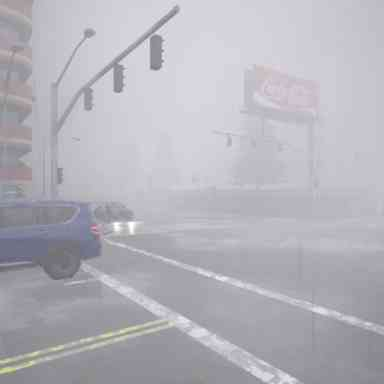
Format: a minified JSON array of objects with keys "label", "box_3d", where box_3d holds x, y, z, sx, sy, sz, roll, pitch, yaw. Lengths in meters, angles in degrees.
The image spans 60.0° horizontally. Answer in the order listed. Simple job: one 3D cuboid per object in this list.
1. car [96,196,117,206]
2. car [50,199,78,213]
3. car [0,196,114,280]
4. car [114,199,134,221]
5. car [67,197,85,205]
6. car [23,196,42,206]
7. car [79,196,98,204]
[{"label":"car","box_3d":[-14.490,1.504,56.394,1.837,1.490,4.892,0,0,-36]},{"label":"car","box_3d":[-14.951,1.564,38.703,1.994,1.385,4.181,0,0,-36]},{"label":"car","box_3d":[-5.121,1.220,8.470,5.566,2.045,2.150,0,0,-34]},{"label":"car","box_3d":[-6.289,1.563,26.639,1.994,1.385,4.181,0,0,-36]},{"label":"car","box_3d":[-20.558,1.563,58.844,1.994,1.385,4.181,0,0,-36]},{"label":"car","box_3d":[-26.154,1.478,54.456,1.882,1.535,5.008,0,0,-36]},{"label":"car","box_3d":[-19.973,1.476,64.027,1.882,1.535,5.008,0,0,-36]}]
